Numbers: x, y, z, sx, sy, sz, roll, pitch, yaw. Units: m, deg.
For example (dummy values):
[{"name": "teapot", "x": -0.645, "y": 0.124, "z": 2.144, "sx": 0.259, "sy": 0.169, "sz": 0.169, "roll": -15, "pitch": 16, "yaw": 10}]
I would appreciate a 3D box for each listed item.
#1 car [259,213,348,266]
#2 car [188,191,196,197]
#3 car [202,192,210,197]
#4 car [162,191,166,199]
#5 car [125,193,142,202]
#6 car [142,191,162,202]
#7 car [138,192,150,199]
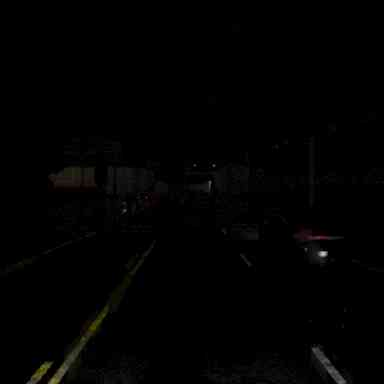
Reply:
[{"name": "car", "x": 3.584, "y": 1.475, "z": 11.519, "sx": 2.128, "sy": 1.511, "sz": 4.902, "roll": 0, "pitch": 0, "yaw": 0}, {"name": "car", "x": 0.040, "y": 0.517, "z": 84.203, "sx": 1.837, "sy": 1.490, "sz": 4.892, "roll": 0, "pitch": 1, "yaw": 0}, {"name": "car", "x": 3.540, "y": 0.567, "z": 84.202, "sx": 1.994, "sy": 1.385, "sz": 4.181, "roll": 0, "pitch": 1, "yaw": 0}, {"name": "car", "x": -6.965, "y": 0.528, "z": 73.505, "sx": 2.097, "sy": 1.767, "sz": 4.553, "roll": 0, "pitch": 1, "yaw": 0}, {"name": "car", "x": -10.506, "y": 0.988, "z": 58.246, "sx": 1.837, "sy": 1.490, "sz": 4.892, "roll": 0, "pitch": 2, "yaw": 0}, {"name": "car", "x": -7.009, "y": 0.832, "z": 58.602, "sx": 2.097, "sy": 1.767, "sz": 4.553, "roll": 0, "pitch": 1, "yaw": 0}, {"name": "car", "x": -10.465, "y": 0.767, "z": 72.727, "sx": 1.994, "sy": 1.385, "sz": 4.181, "roll": 0, "pitch": 1, "yaw": 0}]
